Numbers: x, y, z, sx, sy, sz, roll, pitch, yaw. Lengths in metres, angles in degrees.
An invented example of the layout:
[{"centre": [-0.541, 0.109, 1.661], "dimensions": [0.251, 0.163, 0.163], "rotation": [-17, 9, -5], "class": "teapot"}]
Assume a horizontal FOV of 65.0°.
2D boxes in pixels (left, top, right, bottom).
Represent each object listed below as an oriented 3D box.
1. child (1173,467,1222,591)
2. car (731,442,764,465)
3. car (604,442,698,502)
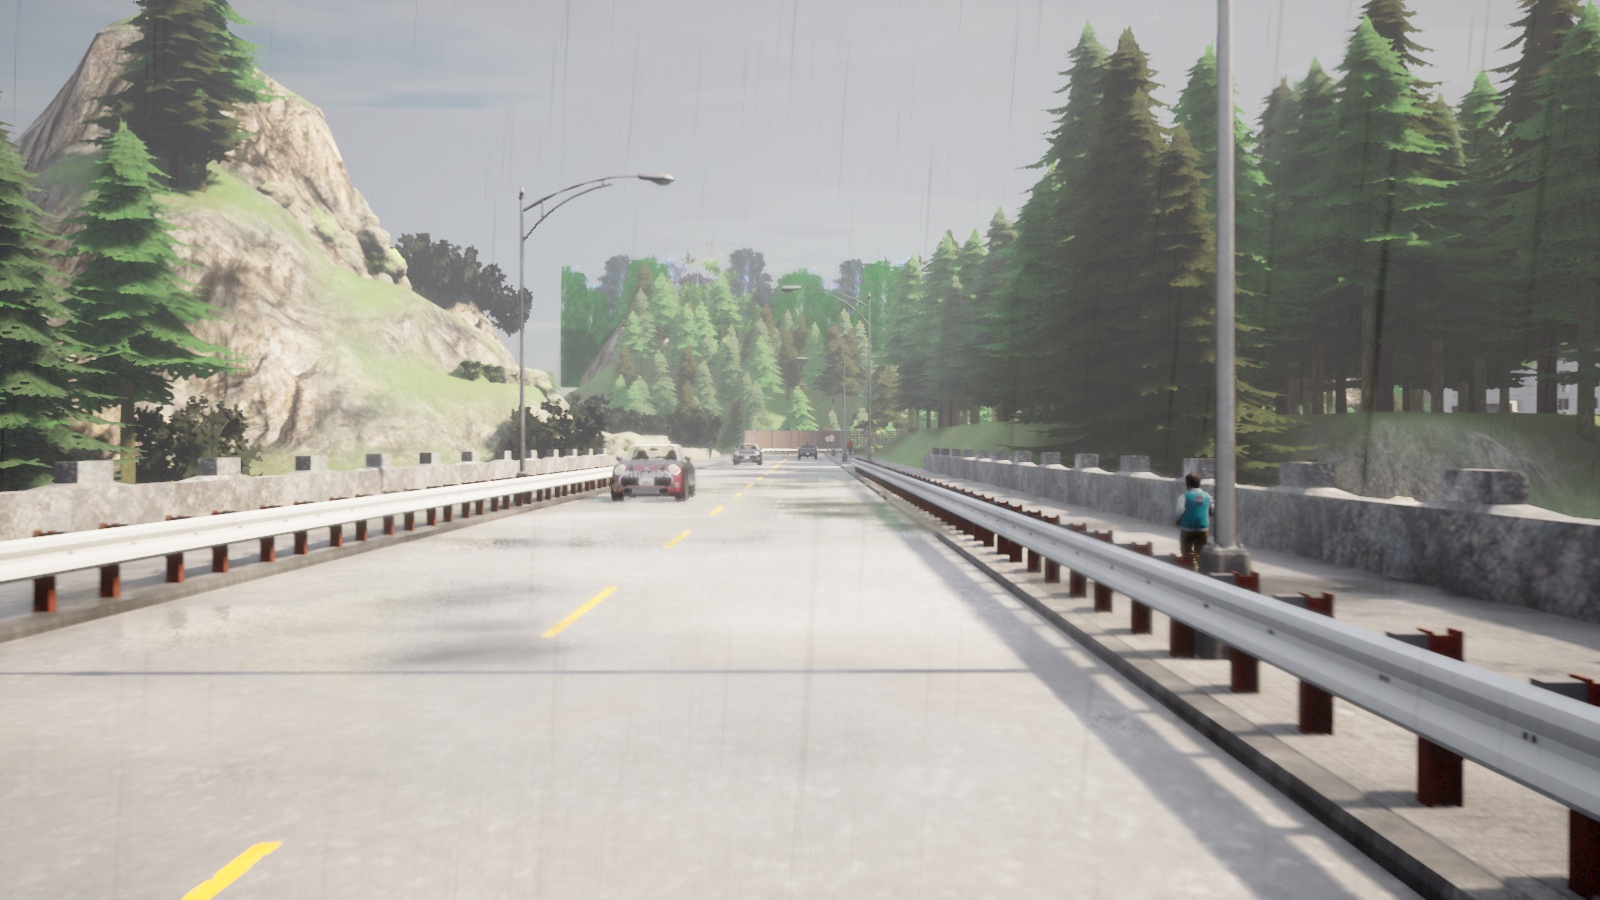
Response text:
[{"centre": [3.911, 0.770, 12.380], "dimensions": [0.343, 1.192, 0.448], "rotation": [0, 0, 1], "class": "child"}, {"centre": [-3.487, 0.235, 84.007], "dimensions": [1.970, 1.475, 3.806], "rotation": [0, 0, 0], "class": "car"}, {"centre": [-3.791, 0.525, 32.557], "dimensions": [1.970, 1.475, 3.806], "rotation": [0, 0, 0], "class": "car"}]
